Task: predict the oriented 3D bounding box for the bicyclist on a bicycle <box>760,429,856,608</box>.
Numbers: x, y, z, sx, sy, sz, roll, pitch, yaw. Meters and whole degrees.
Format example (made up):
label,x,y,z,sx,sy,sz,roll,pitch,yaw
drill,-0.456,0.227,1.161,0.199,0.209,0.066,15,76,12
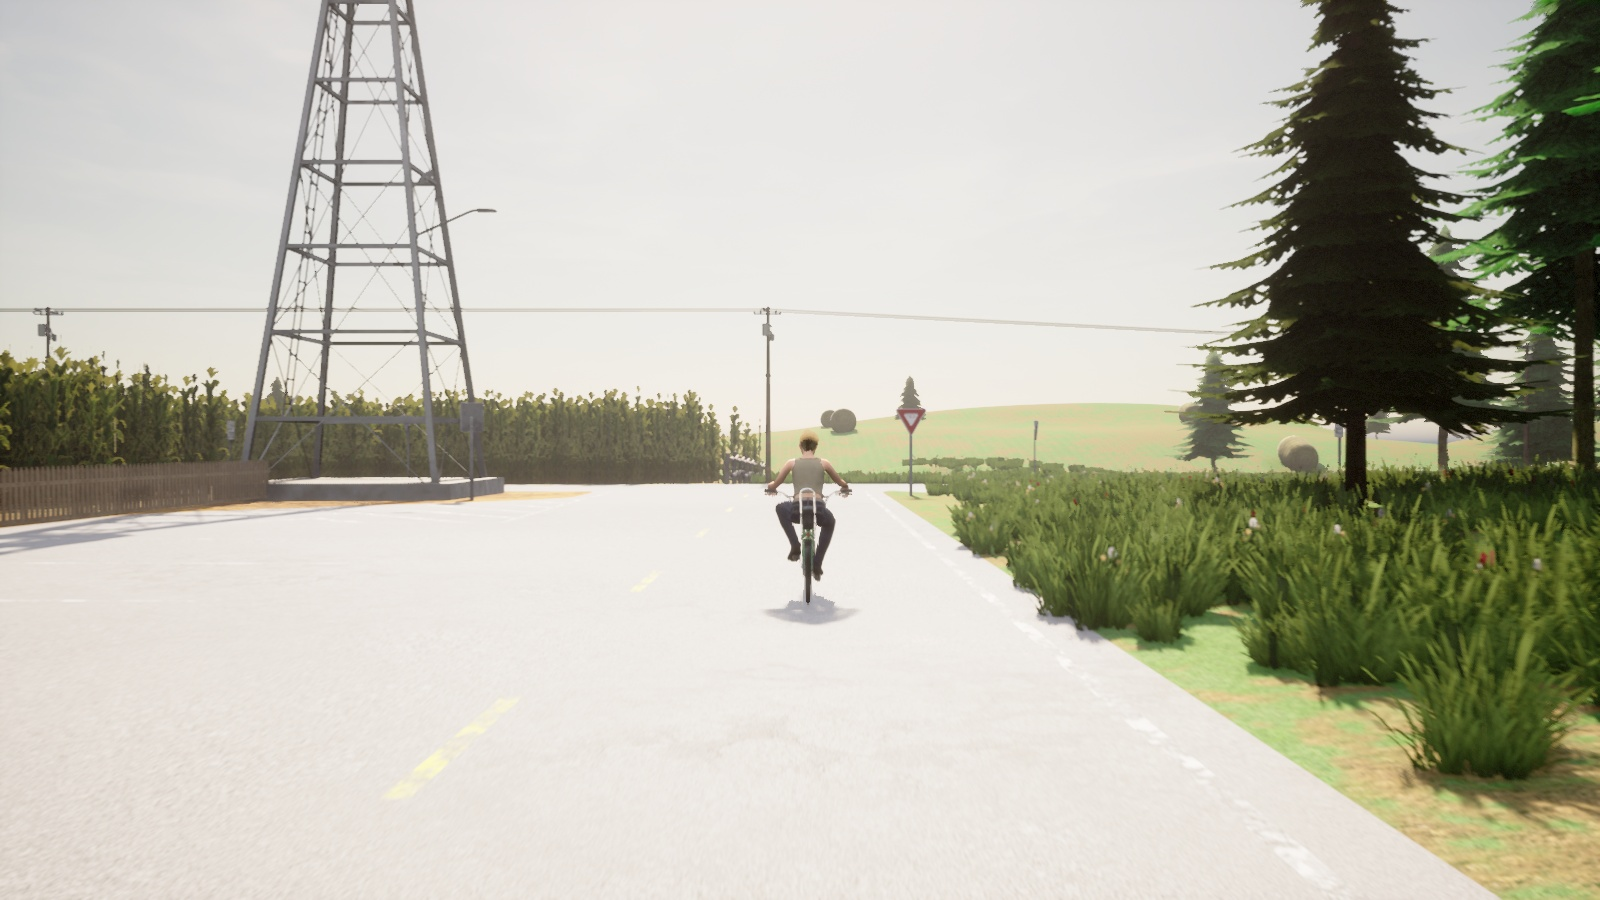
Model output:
label,x,y,z,sx,sy,sz,roll,pitch,yaw
bicyclist on a bicycle,0.079,0.615,12.054,0.866,1.612,1.509,0,0,1
